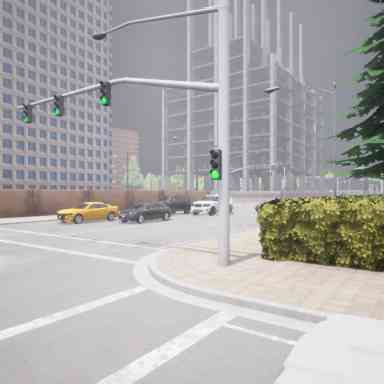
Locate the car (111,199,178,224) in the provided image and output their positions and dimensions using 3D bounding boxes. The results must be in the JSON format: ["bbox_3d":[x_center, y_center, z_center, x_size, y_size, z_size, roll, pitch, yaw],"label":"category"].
[{"bbox_3d":[-3.561,1.560,25.850,1.837,1.490,4.892,0,0,35],"label":"car"}]

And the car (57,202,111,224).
[{"bbox_3d":[-7.950,1.533,25.723,1.882,1.535,5.008,0,0,35],"label":"car"}]

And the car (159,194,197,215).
[{"bbox_3d":[-2.180,1.277,33.812,2.150,2.045,5.566,0,0,35],"label":"car"}]

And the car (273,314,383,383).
[{"bbox_3d":[2.861,1.601,1.926,4.718,1.301,1.895,0,0,36],"label":"car"}]

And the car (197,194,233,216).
[{"bbox_3d":[2.165,1.277,33.860,2.150,2.045,5.566,0,0,36],"label":"car"}]

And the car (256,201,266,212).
[{"bbox_3d":[8.854,1.656,36.907,1.895,1.301,4.718,0,0,35],"label":"car"}]
